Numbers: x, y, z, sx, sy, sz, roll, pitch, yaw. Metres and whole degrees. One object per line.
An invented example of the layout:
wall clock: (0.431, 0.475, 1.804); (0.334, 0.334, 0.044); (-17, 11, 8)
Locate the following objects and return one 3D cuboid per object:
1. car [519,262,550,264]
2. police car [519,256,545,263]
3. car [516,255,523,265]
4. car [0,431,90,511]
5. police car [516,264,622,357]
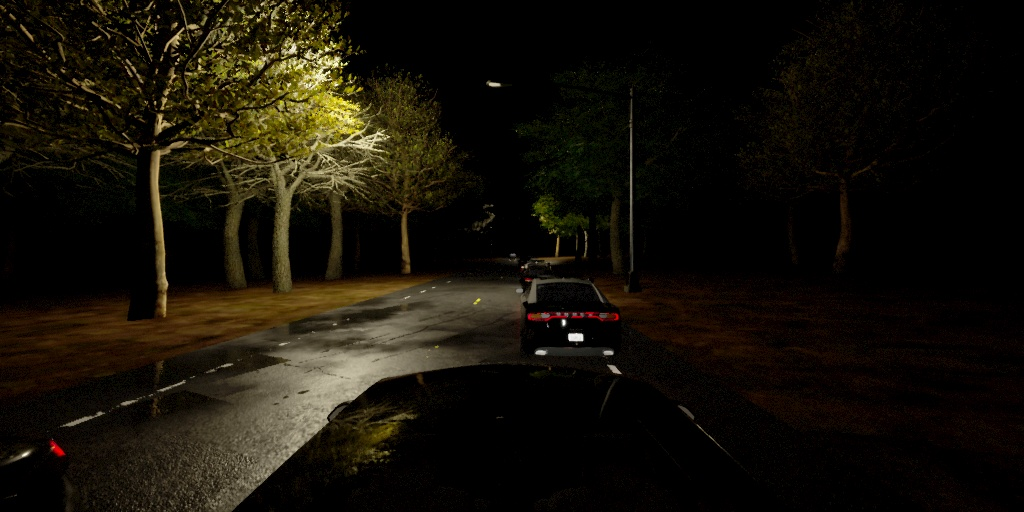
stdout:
car: (1.410, 1.219, 18.485); (1.812, 1.442, 4.674); (0, 0, 2)
police car: (1.672, 1.063, 24.572); (1.930, 1.638, 5.238); (0, 1, 3)
car: (1.832, 0.846, 50.131); (1.837, 1.490, 4.892); (0, 1, 2)
car: (-3.453, 1.312, 0.286); (1.994, 1.385, 4.181); (0, 0, 0)
police car: (1.128, 1.167, 8.657); (1.930, 1.638, 5.238); (0, 0, 1)
